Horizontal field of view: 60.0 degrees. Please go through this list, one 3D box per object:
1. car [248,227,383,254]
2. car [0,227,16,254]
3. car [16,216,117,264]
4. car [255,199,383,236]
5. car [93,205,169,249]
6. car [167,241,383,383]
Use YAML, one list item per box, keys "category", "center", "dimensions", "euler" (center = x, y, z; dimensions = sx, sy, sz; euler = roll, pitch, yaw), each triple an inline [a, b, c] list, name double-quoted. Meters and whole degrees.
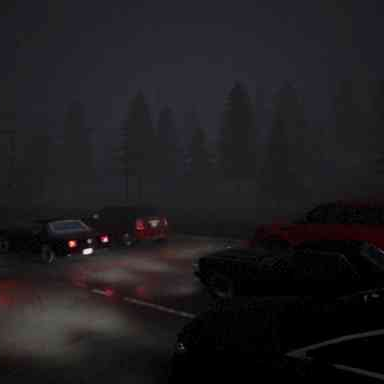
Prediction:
- category: "car"
  center: [2.376, 1.602, 6.600]
  dimensions: [4.718, 1.301, 1.895]
  euler: [0, 0, 35]
- category: "car"
  center: [-7.228, 1.498, 9.142]
  dimensions: [4.902, 1.511, 2.128]
  euler: [0, 0, 35]
- category: "car"
  center: [-5.098, 1.607, 11.918]
  dimensions: [4.718, 1.301, 1.895]
  euler: [0, 0, 37]
- category: "car"
  center: [4.385, 1.217, 9.466]
  dimensions: [5.566, 2.045, 2.150]
  euler: [-1, -1, 35]
- category: "car"
  center: [-3.277, 1.358, 14.923]
  dimensions: [4.553, 1.767, 2.097]
  euler: [0, 0, 36]
- category: "car"
  center: [2.006, 1.492, 2.541]
  dimensions: [4.902, 1.511, 2.128]
  euler: [0, 0, 36]
